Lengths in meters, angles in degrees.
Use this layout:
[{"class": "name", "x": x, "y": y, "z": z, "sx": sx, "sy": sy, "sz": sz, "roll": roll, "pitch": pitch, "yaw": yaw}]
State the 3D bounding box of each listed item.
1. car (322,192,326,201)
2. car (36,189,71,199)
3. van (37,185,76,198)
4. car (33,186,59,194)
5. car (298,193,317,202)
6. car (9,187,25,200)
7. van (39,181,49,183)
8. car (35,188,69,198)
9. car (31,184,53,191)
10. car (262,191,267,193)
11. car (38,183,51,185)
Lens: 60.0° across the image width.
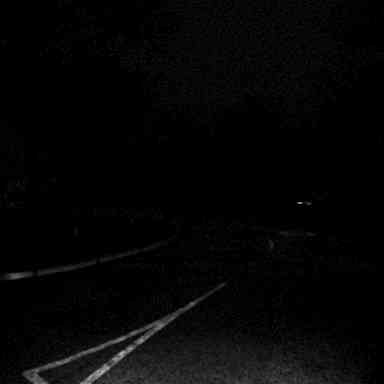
[{"class": "car", "x": 22.741, "y": 0.396, "z": 54.597, "sx": 2.150, "sy": 2.045, "sz": 5.566, "roll": 0, "pitch": 2, "yaw": 18}, {"class": "car", "x": -21.405, "y": 0.302, "z": 51.549, "sx": 4.792, "sy": 1.488, "sz": 2.163, "roll": 1, "pitch": 2, "yaw": -27}, {"class": "van", "x": -17.717, "y": 0.408, "z": 44.081, "sx": 4.442, "sy": 1.987, "sz": 1.878, "roll": 1, "pitch": 2, "yaw": -27}, {"class": "car", "x": -29.057, "y": -0.407, "z": 66.324, "sx": 4.674, "sy": 1.452, "sz": 2.002, "roll": 1, "pitch": 2, "yaw": -27}, {"class": "car", "x": 18.348, "y": 0.843, "z": 52.722, "sx": 1.895, "sy": 1.301, "sz": 4.718, "roll": 0, "pitch": 1, "yaw": 32}, {"class": "car", "x": -24.375, "y": 0.469, "z": 46.366, "sx": 1.895, "sy": 1.301, "sz": 4.718, "roll": 1, "pitch": 2, "yaw": -27}, {"class": "van", "x": -30.213, "y": -0.790, "z": 68.835, "sx": 4.442, "sy": 1.987, "sz": 1.878, "roll": 1, "pitch": 2, "yaw": -27}, {"class": "car", "x": -22.705, "y": 0.153, "z": 53.996, "sx": 4.892, "sy": 1.521, "sz": 2.231, "roll": 1, "pitch": 2, "yaw": -27}, {"class": "car", "x": -36.651, "y": -1.130, "z": 81.127, "sx": 4.792, "sy": 1.488, "sz": 2.163, "roll": 1, "pitch": 2, "yaw": -27}, {"class": "car", "x": 15.427, "y": -0.271, "z": 78.140, "sx": 1.882, "sy": 1.535, "sz": 5.008, "roll": 1, "pitch": 2, "yaw": -27}, {"class": "car", "x": -25.209, "y": -0.213, "z": 58.939, "sx": 4.553, "sy": 1.767, "sz": 2.185, "roll": 1, "pitch": 2, "yaw": -27}]
